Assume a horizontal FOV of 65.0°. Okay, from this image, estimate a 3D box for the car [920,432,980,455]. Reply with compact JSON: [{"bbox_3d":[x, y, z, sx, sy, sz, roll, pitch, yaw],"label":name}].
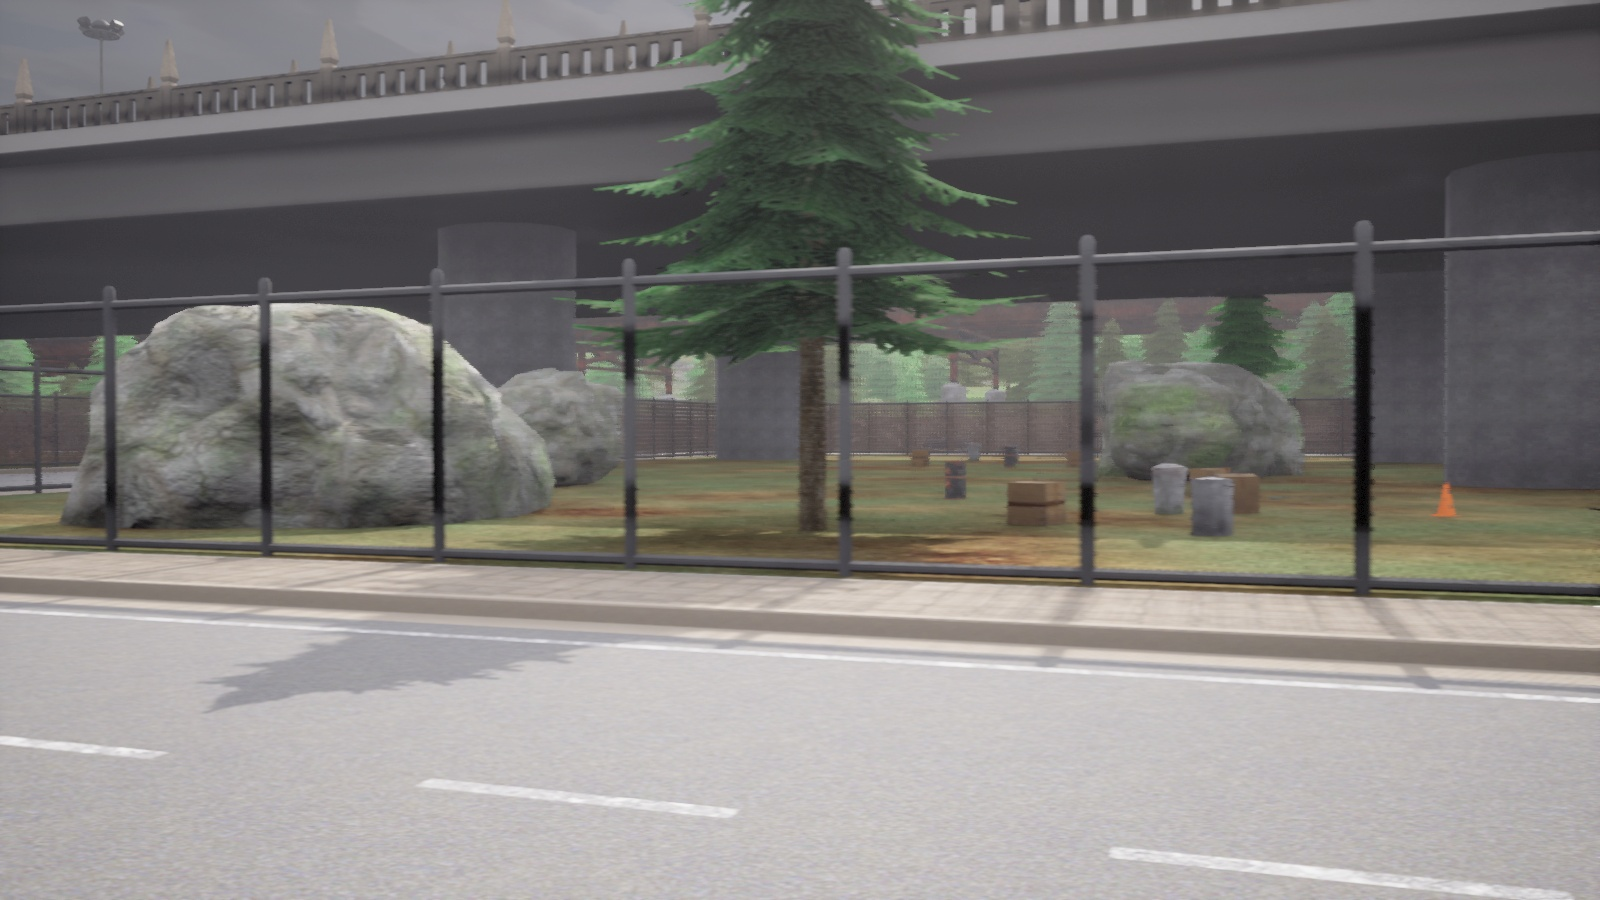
[{"bbox_3d":[10.137,-0.459,84.785,3.705,1.549,1.789,1,1,19],"label":"car"}]
